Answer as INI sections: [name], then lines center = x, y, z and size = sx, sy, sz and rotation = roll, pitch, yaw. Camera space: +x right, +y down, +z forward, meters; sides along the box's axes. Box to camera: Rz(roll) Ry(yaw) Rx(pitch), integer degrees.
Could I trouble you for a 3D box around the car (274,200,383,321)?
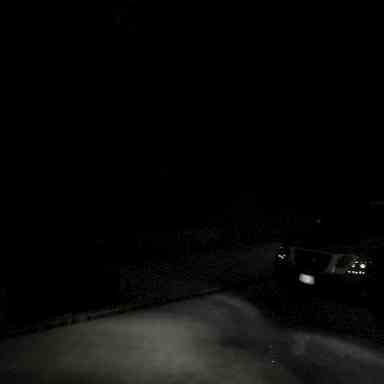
[car]
center = 4.339, 1.218, 7.566
size = 5.566, 2.045, 2.150
rotation = 0, 0, -35
